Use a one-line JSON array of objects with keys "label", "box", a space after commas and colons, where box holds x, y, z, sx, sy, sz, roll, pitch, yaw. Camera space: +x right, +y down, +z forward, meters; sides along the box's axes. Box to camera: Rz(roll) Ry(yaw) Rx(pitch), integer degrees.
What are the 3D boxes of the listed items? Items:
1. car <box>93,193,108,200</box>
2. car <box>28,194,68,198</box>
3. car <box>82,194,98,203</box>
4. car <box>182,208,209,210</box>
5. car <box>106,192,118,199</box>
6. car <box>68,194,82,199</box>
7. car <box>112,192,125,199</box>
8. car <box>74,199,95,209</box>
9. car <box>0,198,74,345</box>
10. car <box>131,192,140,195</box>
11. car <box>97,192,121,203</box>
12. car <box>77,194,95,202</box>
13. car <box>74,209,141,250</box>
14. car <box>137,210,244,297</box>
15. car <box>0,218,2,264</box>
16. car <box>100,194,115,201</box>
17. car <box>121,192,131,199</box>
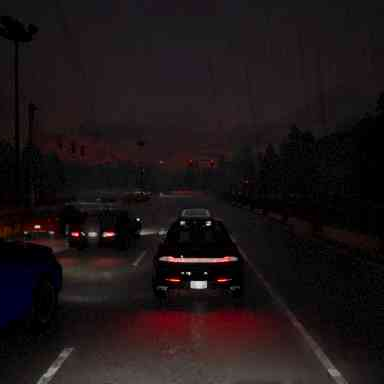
[{"label": "car", "box": [-20.542, 0.929, 74.950, 1.882, 1.535, 5.008, 0, 0, 0]}, {"label": "car", "box": [-16.720, 1.225, 36.991, 4.902, 1.511, 2.128, 0, 1, -20]}, {"label": "car", "box": [-17.232, 1.146, 57.376, 1.994, 1.385, 4.181, 0, 0, 1]}, {"label": "car", "box": [0.186, 1.478, 17.747, 1.895, 1.301, 4.718, 0, 0, 0]}, {"label": "car", "box": [-20.476, 0.852, 85.169, 1.882, 1.535, 5.008, 0, 0, 0]}, {"label": "car", "box": [-20.740, 1.072, 55.675, 1.882, 1.535, 5.008, 0, 0, 2]}, {"label": "car", "box": [-17.026, 0.787, 77.485, 2.097, 1.767, 4.553, 0, 0, 0]}, {"label": "car", "box": [-6.831, 1.360, 17.152, 1.882, 1.535, 5.008, 0, 0, 0]}, {"label": "car", "box": [-3.385, 1.205, 3.563, 2.150, 2.045, 5.566, 0, 0, 0]}, {"label": "car", "box": [-13.545, 0.978, 74.491, 1.812, 1.442, 4.674, 0, 0, 0]}, {"label": "car", "box": [-13.755, 1.122, 55.407, 1.812, 1.442, 4.674, 0, 0, 1]}, {"label": "car", "box": [-20.621, 1.126, 65.009, 1.895, 1.301, 4.718, 0, 0, 1]}, {"label": "car", "box": [-3.339, 1.455, 13.737, 2.033, 1.411, 5.357, 0, 0, 0]}, {"label": "car", "box": [0.132, 1.439, 8.417, 2.128, 1.511, 4.902, 0, 0, 0]}, {"label": "car", "box": [-6.876, 1.513, 8.167, 1.994, 1.385, 4.181, 0, 0, 1]}, {"label": "car", "box": [-17.092, 1.071, 67.352, 1.994, 1.385, 4.181, 0, 0, 0]}, {"label": "car", "box": [-13.649, 1.055, 64.470, 1.812, 1.442, 4.674, 0, 0, 1]}]
